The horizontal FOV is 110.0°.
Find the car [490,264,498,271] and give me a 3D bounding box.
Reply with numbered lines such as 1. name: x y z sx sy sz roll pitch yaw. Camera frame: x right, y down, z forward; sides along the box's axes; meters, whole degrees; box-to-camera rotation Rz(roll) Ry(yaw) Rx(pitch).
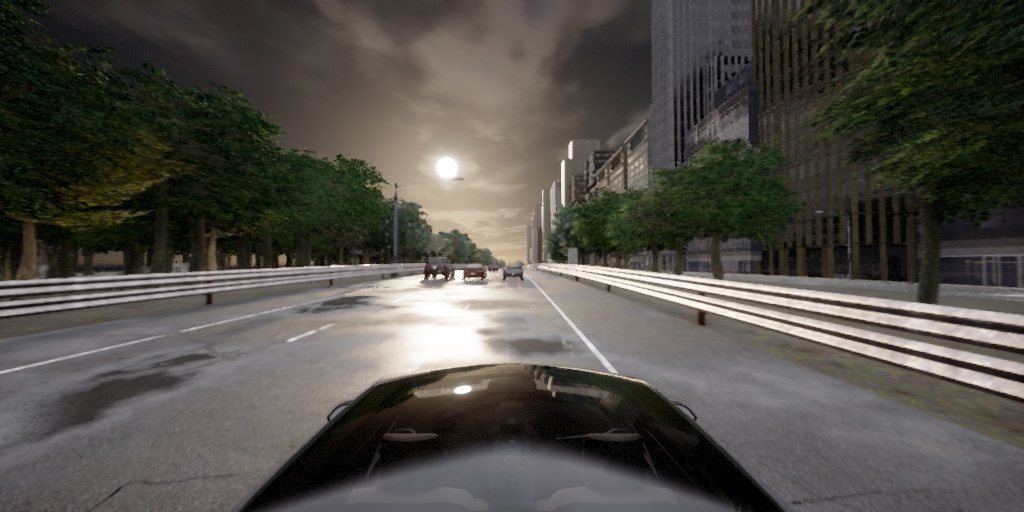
1. car: -3.410 2.162 65.286 1.895 1.301 4.718 0 -1 0

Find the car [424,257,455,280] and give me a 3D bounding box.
1. car: -6.905 1.170 34.587 2.150 2.045 5.566 0 -1 0

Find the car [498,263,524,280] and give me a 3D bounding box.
1. car: 0.095 1.425 33.446 2.128 1.511 4.902 0 -1 0

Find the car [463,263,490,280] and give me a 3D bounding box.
1. car: -3.406 1.412 33.657 1.882 1.535 5.008 0 -1 0
